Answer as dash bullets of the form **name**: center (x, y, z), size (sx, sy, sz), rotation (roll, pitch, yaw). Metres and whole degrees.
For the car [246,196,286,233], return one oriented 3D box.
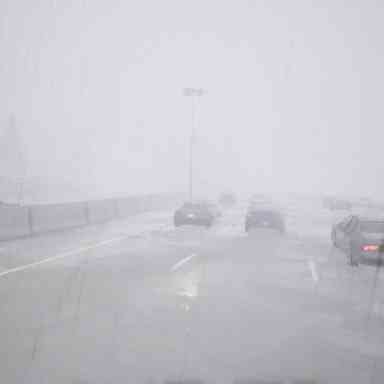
- **car**: center (3.792, 1.176, 17.060), size (1.812, 1.442, 4.674), rotation (2, 2, 13)

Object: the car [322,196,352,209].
- **car**: center (13.811, 1.080, 31.756), size (1.812, 1.442, 4.674), rotation (2, 2, 8)

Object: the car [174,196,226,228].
- **car**: center (0.432, 1.089, 18.240), size (1.994, 1.385, 4.181), rotation (2, 2, 13)

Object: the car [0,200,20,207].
- **car**: center (-11.067, 0.844, 16.552), size (1.895, 1.301, 4.718), rotation (2, 2, 15)

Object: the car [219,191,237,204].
- **car**: center (4.218, 0.566, 39.223), size (1.882, 1.535, 5.008), rotation (2, 2, 6)

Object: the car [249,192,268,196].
- **car**: center (7.558, 0.702, 37.657), size (1.882, 1.535, 5.008), rotation (2, 2, 6)

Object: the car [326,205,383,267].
- **car**: center (5.716, 1.422, 10.546), size (2.033, 1.411, 5.357), rotation (2, 2, 15)
